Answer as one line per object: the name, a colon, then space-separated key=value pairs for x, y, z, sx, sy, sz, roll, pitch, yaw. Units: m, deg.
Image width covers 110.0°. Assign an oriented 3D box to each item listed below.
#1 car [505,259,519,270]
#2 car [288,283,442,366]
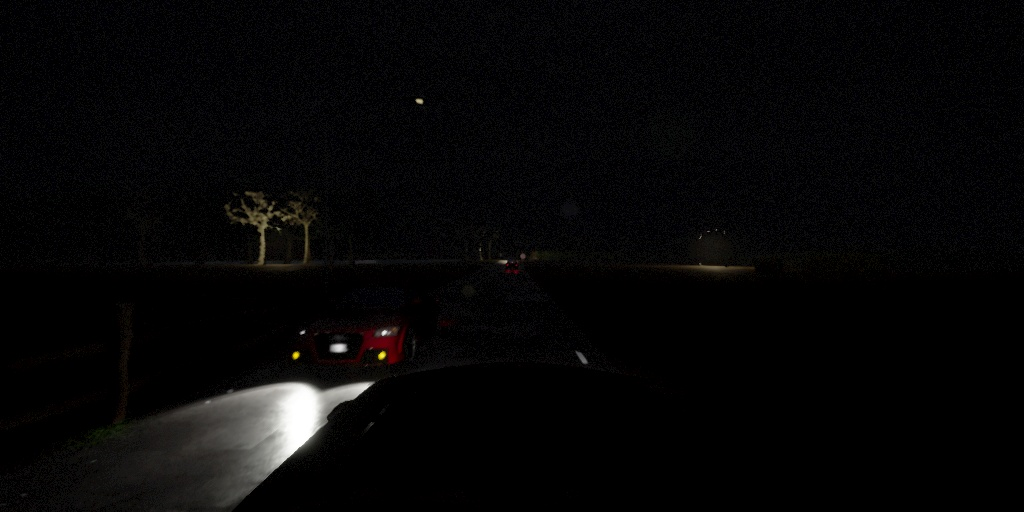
car: x=0.001 y=1.325 z=52.706 sx=1.895 sy=1.301 sz=4.718 roll=0 pitch=0 yaw=0
car: x=-2.841 y=1.316 z=7.862 sx=1.994 sy=1.385 sz=4.181 roll=0 pitch=0 yaw=0
